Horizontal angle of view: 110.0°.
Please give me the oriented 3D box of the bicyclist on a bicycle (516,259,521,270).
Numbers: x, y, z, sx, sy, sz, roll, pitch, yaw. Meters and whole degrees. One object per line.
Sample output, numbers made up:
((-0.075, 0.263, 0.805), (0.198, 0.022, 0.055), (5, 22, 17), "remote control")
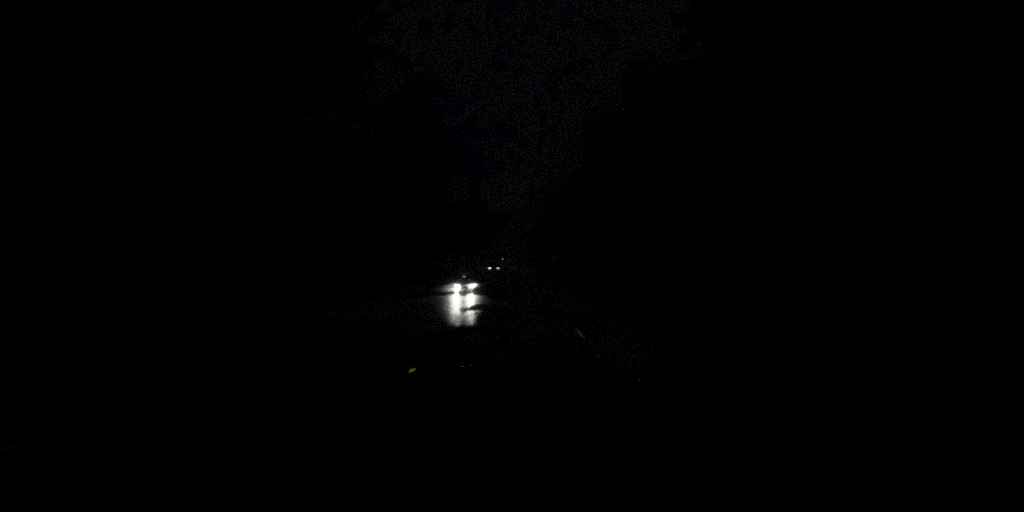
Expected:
((0.994, 1.289, 55.505), (0.866, 1.612, 1.509), (0, -1, 0), "bicyclist on a bicycle")

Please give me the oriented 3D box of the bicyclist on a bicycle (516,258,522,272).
((0.989, 1.201, 46.656), (0.659, 1.776, 1.843), (0, 0, 0), "bicyclist on a bicycle")

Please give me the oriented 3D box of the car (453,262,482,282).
((-3.562, 1.284, 29.183), (2.128, 1.511, 4.902), (0, 0, 0), "car")
